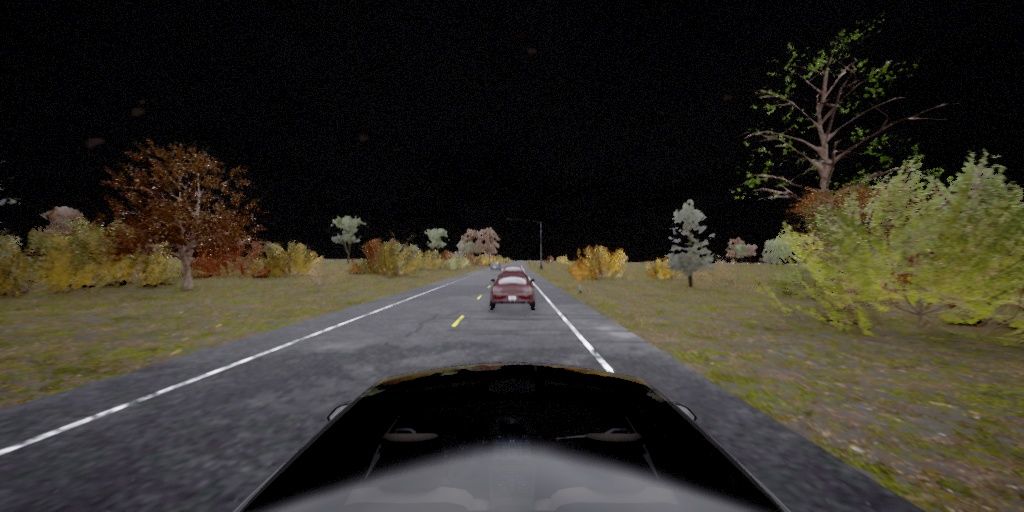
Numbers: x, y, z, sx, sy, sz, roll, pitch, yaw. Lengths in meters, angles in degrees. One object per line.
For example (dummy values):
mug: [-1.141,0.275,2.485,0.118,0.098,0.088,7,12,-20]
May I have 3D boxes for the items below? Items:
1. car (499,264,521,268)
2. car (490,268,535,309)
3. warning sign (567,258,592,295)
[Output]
car: [0.109,1.547,31.092,1.882,1.535,5.008,0,0,1]
car: [0.040,1.428,15.739,1.812,1.442,4.674,0,0,1]
warning sign: [3.577,1.051,18.807,1.300,1.860,1.060,0,0,0]
